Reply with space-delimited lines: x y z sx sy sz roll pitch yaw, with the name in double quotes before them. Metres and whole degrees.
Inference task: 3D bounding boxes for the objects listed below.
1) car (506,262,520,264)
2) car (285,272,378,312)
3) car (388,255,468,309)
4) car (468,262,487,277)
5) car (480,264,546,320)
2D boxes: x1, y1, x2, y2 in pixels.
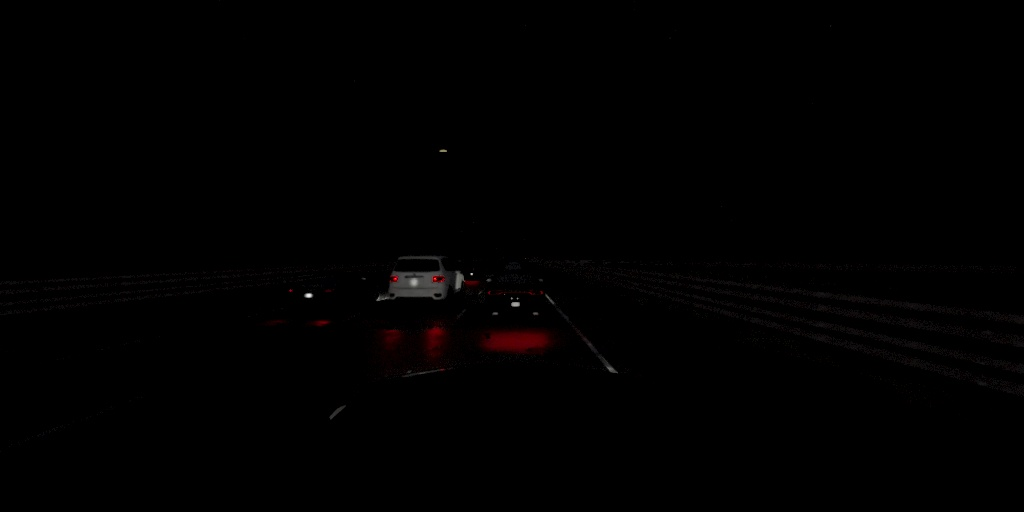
"car" 0.099 1.300 33.573 1.812 1.442 4.674 0 0 0
"car" -6.899 1.318 14.176 1.994 1.385 4.181 0 0 0
"car" -3.399 0.976 15.128 2.150 2.045 5.566 0 0 0
"car" -3.406 1.279 32.777 1.837 1.490 4.892 0 0 0
"car" 0.103 1.231 12.710 1.882 1.535 5.008 0 0 0
